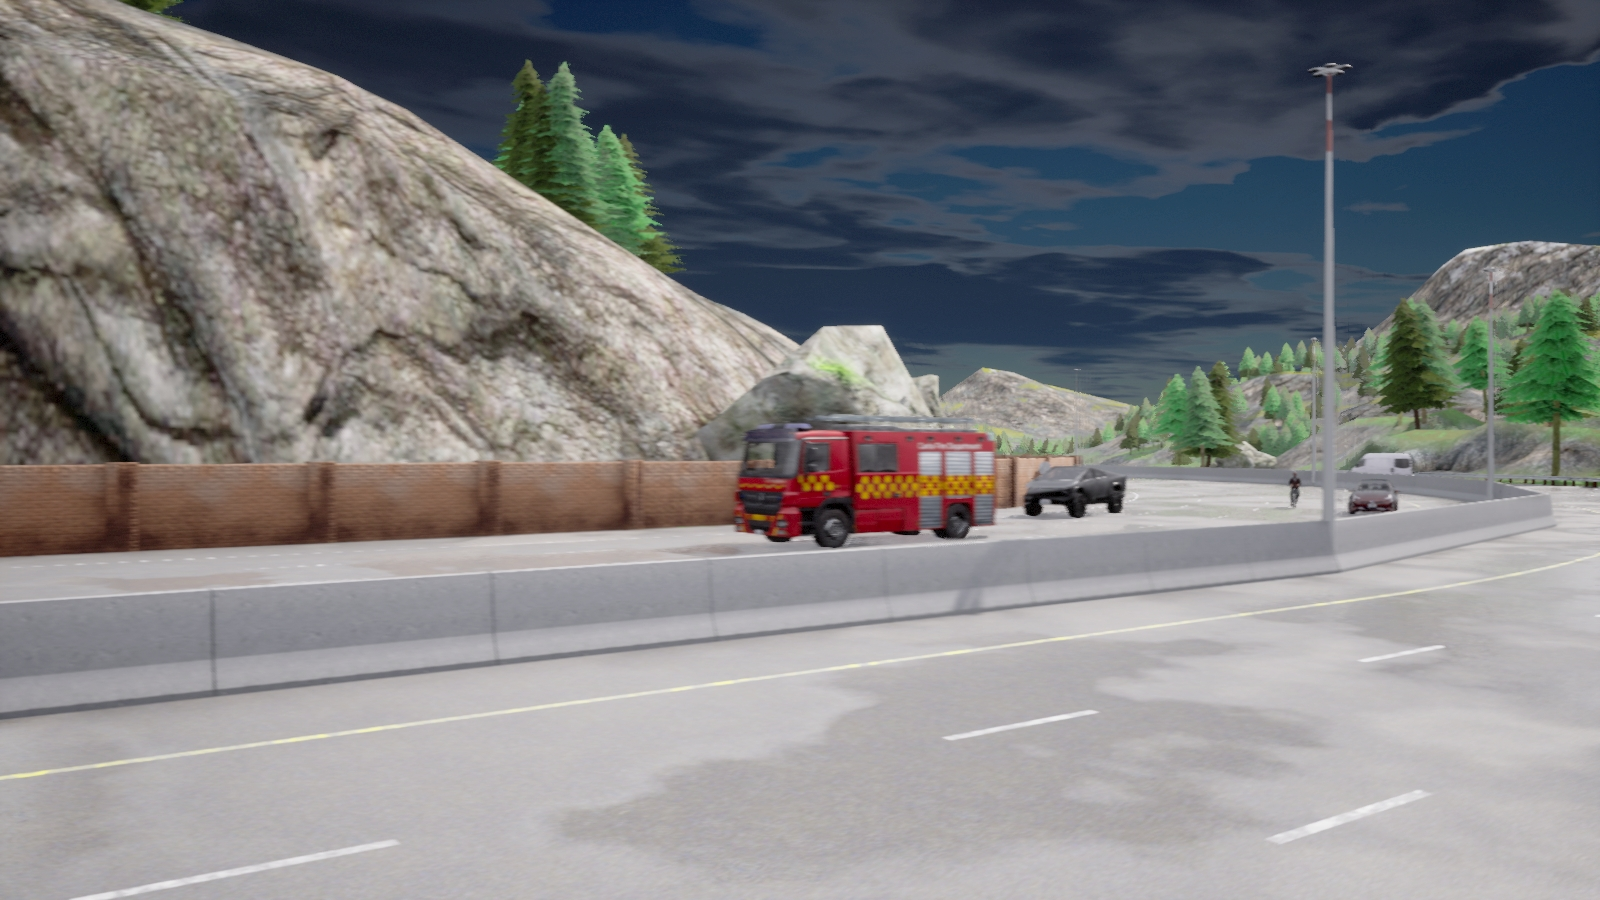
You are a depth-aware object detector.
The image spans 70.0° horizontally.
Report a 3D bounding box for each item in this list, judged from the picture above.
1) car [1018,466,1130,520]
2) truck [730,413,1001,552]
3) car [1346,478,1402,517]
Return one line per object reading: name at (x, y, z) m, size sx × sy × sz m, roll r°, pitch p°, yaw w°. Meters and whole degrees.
car at (11.888, 1.760, 49.169) m, size 2.390 × 2.098 × 6.274 m, roll 0°, pitch 0°, yaw 37°
truck at (2.188, 0.889, 35.072) m, size 8.468 × 3.827 × 2.891 m, roll 0°, pitch 0°, yaw -38°
car at (25.425, 2.058, 50.536) m, size 2.007 × 1.525 × 4.514 m, roll 0°, pitch 0°, yaw 29°
